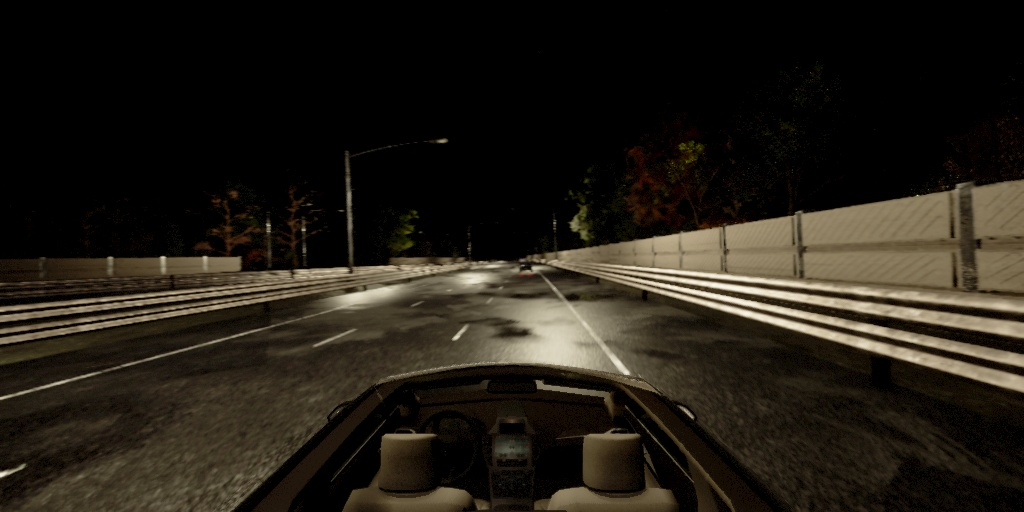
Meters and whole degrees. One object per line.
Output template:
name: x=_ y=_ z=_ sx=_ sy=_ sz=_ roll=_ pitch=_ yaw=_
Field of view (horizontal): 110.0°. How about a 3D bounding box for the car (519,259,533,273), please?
car: x=1.939 y=1.490 z=50.110 sx=2.128 sy=1.511 sz=4.902 roll=-2 pitch=-1 yaw=2
